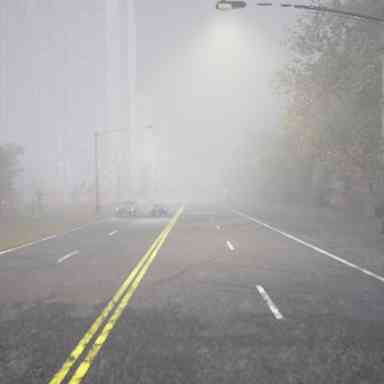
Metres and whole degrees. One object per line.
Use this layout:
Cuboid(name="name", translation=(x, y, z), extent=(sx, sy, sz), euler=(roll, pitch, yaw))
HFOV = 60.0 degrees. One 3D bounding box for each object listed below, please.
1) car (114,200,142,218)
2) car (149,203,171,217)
Cuboid(name="car", translation=(-6.529, 1.634, 34.228), extent=(2.097, 1.767, 4.553), euler=(-2, 0, 0))
Cuboid(name="car", translation=(-3.277, 1.792, 34.095), extent=(1.895, 1.301, 4.718), euler=(-2, 0, 0))
